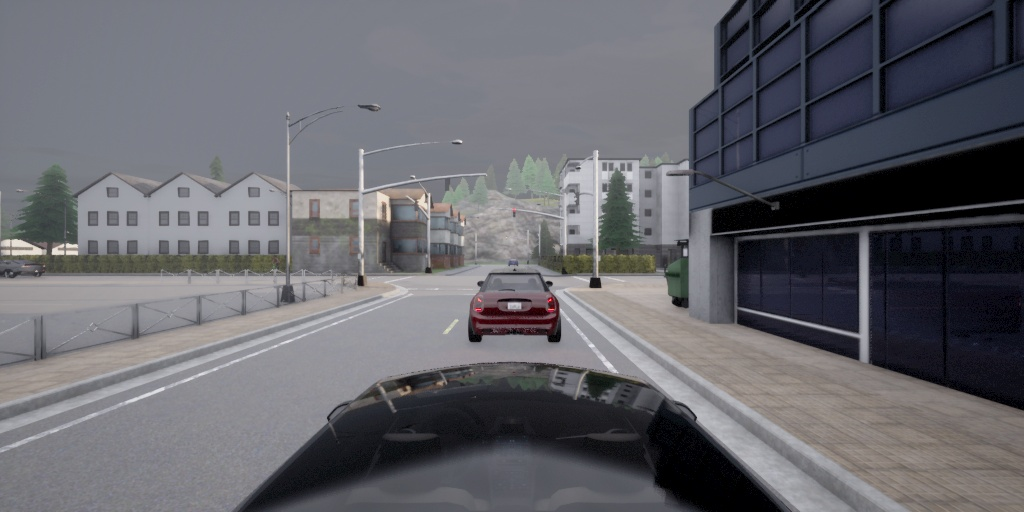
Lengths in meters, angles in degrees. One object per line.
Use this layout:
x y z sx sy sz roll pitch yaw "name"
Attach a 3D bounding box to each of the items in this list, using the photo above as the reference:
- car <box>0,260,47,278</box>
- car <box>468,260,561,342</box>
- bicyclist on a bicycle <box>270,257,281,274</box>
-42.111 1.065 29.968 4.902 1.511 2.128 0 0 0 "car"
0.082 1.102 9.889 2.097 1.767 4.553 0 0 1 "car"
-22.221 0.874 33.725 0.582 1.620 1.656 0 0 0 "bicyclist on a bicycle"
